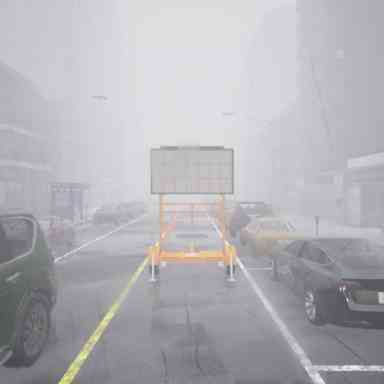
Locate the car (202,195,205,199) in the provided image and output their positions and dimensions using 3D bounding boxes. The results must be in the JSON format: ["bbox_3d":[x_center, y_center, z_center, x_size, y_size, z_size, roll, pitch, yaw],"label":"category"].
[{"bbox_3d":[2.898,1.559,51.073,1.947,1.339,4.313,0,0,0],"label":"car"}]

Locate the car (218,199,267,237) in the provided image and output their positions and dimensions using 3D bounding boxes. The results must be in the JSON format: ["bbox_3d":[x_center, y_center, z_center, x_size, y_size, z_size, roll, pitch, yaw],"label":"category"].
[{"bbox_3d":[2.871,1.313,17.931,2.192,1.841,5.009,0,0,0],"label":"car"}]

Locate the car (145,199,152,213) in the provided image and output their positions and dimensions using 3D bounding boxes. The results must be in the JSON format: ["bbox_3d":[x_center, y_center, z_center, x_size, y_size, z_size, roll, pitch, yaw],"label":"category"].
[{"bbox_3d":[-5.641,1.561,34.497,1.947,1.339,4.313,0,0,0],"label":"car"}]

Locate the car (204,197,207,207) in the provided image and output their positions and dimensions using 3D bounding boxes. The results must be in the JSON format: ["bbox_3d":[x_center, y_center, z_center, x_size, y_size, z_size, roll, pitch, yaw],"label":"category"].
[{"bbox_3d":[2.889,1.545,40.026,2.008,1.369,4.403,0,0,0],"label":"car"}]

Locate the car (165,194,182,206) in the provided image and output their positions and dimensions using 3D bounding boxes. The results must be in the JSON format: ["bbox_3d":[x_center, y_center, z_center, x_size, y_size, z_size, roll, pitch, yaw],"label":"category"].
[{"bbox_3d":[-3.045,1.470,53.211,1.882,1.535,5.008,0,0,0],"label":"car"}]

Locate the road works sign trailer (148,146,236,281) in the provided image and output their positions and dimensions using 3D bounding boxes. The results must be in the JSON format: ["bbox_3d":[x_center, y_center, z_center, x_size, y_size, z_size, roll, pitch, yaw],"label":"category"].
[{"bbox_3d":[0.006,0.464,9.790,2.380,3.560,2.880,0,0,0],"label":"road works sign trailer"}]

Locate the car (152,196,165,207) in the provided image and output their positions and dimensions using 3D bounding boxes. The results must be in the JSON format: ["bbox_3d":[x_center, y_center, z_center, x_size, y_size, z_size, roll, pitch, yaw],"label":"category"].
[{"bbox_3d":[-5.627,1.575,51.072,1.802,1.307,4.206,0,0,0],"label":"car"}]

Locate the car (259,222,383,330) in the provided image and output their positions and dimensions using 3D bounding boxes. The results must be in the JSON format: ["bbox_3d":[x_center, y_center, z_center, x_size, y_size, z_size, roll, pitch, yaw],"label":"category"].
[{"bbox_3d":[2.862,1.565,6.884,1.947,1.339,4.313,0,0,0],"label":"car"}]

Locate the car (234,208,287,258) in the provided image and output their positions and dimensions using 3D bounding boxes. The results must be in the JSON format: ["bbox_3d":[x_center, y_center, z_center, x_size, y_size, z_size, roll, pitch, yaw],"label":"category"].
[{"bbox_3d":[2.867,1.524,12.578,1.752,1.417,4.829,0,0,0],"label":"car"}]

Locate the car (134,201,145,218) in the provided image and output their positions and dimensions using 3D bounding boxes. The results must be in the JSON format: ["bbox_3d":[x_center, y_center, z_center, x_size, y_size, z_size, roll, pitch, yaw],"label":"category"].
[{"bbox_3d":[-5.646,1.562,28.971,1.947,1.339,4.313,0,0,0],"label":"car"}]

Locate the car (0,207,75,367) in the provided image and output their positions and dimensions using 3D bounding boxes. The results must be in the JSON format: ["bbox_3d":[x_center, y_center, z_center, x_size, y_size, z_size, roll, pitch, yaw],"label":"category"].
[{"bbox_3d":[-3.099,1.221,2.844,2.150,2.045,5.566,0,0,0],"label":"car"}]

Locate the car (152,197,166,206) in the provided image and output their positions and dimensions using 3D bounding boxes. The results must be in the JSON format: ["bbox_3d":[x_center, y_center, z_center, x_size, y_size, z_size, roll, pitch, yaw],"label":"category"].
[{"bbox_3d":[-5.623,1.558,56.597,1.947,1.339,4.313,0,0,0],"label":"car"}]

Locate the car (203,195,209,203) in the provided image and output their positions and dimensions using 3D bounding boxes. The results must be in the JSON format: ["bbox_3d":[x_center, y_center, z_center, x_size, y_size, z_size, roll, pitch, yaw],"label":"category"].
[{"bbox_3d":[2.894,1.544,45.549,2.008,1.369,4.403,0,0,0],"label":"car"}]

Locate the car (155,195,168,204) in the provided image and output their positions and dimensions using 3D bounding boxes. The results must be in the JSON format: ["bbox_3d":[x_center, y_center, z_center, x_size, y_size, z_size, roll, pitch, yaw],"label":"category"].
[{"bbox_3d":[-5.618,1.431,62.122,1.967,1.590,4.097,0,0,0],"label":"car"}]

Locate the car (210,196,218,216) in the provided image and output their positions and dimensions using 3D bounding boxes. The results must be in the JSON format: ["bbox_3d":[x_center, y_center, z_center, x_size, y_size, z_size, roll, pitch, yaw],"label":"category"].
[{"bbox_3d":[2.880,1.436,28.979,1.967,1.590,4.097,0,0,0],"label":"car"}]

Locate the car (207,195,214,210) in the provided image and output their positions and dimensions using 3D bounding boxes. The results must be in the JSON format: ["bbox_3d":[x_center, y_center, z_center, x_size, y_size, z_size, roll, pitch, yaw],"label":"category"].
[{"bbox_3d":[2.885,1.435,34.502,1.967,1.590,4.097,0,0,0],"label":"car"}]

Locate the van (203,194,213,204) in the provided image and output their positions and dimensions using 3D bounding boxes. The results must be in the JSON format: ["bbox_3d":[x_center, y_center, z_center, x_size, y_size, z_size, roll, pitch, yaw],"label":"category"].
[{"bbox_3d":[2.908,1.332,62.120,1.690,1.788,3.998,0,0,0],"label":"van"}]

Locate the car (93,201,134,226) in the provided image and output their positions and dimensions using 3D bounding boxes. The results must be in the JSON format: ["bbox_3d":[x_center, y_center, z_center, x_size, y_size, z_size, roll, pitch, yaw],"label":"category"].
[{"bbox_3d":[-5.650,1.542,23.447,1.887,1.381,4.507,0,0,0],"label":"car"}]

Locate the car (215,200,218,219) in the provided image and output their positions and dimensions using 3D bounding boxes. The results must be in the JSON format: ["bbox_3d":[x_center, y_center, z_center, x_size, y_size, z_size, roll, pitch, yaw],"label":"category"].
[{"bbox_3d":[2.876,1.523,23.625,1.752,1.417,4.829,0,0,0],"label":"car"}]

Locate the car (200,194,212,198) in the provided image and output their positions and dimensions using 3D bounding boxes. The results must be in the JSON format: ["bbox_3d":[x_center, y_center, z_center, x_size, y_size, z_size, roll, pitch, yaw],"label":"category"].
[{"bbox_3d":[2.903,1.307,56.597,2.192,1.841,5.009,0,0,0],"label":"car"}]

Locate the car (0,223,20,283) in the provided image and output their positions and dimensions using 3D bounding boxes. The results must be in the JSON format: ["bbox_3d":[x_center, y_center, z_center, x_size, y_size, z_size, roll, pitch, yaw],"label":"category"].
[{"bbox_3d":[-5.664,1.544,6.872,1.887,1.381,4.507,0,0,0],"label":"car"}]
